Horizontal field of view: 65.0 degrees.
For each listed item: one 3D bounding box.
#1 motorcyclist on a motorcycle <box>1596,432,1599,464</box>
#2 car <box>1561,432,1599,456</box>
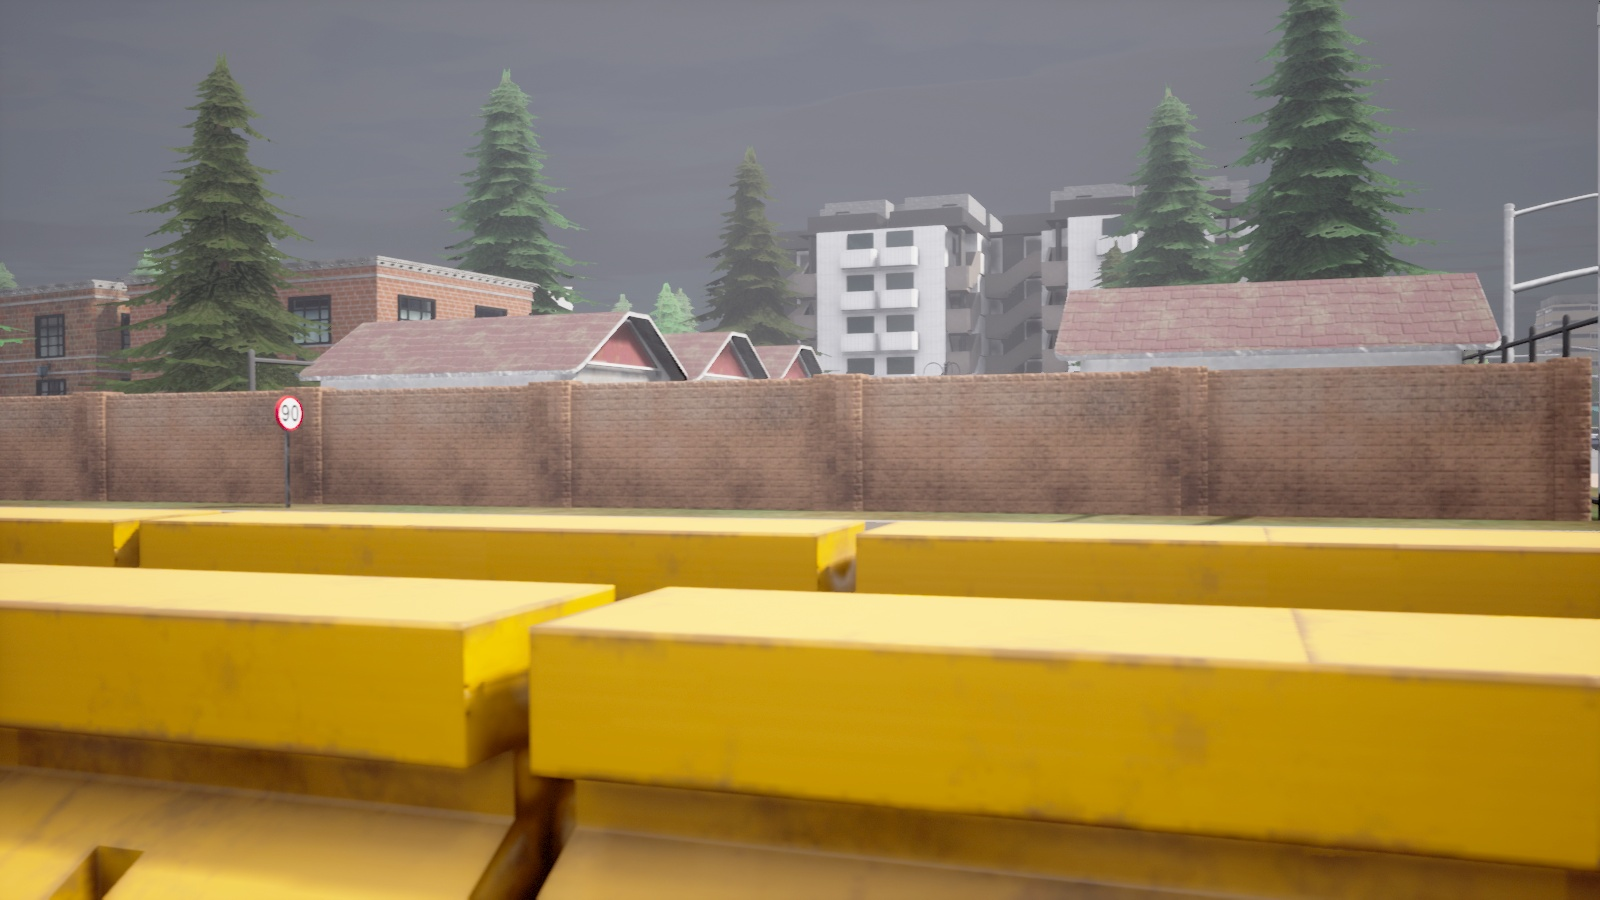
[{"bbox_3d":[38.756,-0.085,59.978,0.797,1.523,2.044,0,1,20],"label":"motorcyclist on a motorcycle"},{"bbox_3d":[49.705,-0.391,79.412,1.970,1.475,3.806,0,1,20],"label":"car"}]
